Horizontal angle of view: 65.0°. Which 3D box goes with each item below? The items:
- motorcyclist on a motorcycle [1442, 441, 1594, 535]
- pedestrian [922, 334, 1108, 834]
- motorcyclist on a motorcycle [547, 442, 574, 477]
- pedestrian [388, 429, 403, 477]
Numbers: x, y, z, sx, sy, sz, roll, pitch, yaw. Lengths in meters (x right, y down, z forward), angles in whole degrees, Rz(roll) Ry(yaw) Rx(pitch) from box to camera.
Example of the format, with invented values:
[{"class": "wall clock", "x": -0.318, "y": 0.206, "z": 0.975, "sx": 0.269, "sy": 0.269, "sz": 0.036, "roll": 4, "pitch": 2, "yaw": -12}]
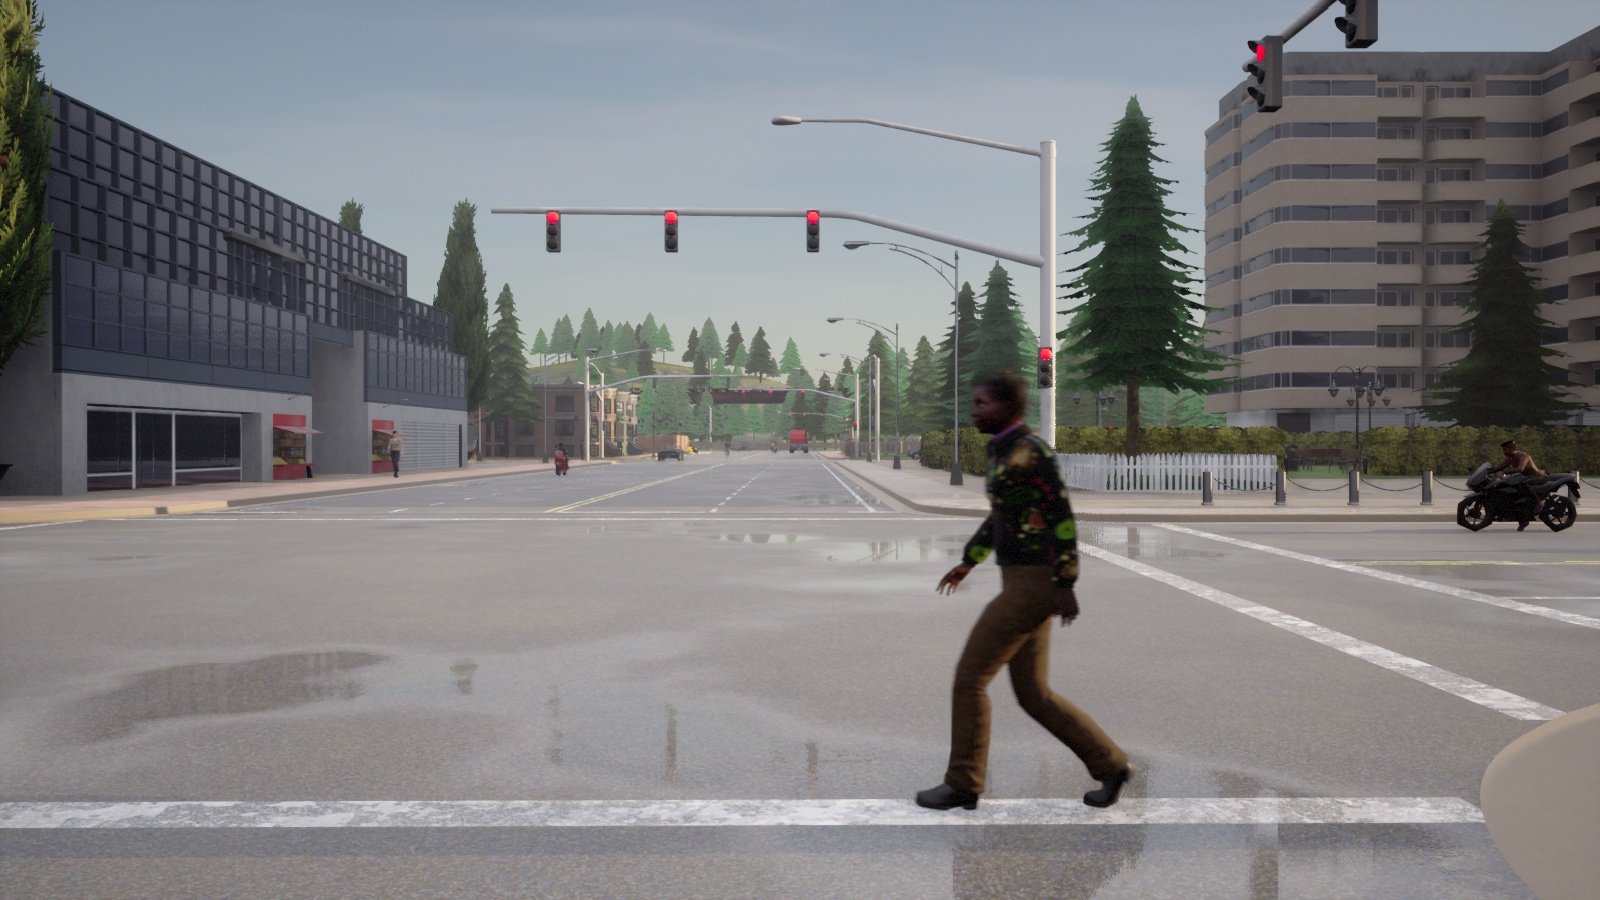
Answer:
[{"class": "motorcyclist on a motorcycle", "x": 11.870, "y": 0.621, "z": 20.800, "sx": 2.044, "sy": 1.523, "sz": 0.797, "roll": 0, "pitch": 0, "yaw": 0}, {"class": "pedestrian", "x": 0.851, "y": 0.518, "z": 5.062, "sx": 0.692, "sy": 1.930, "sz": 0.395, "roll": 0, "pitch": 0, "yaw": 2}, {"class": "motorcyclist on a motorcycle", "x": -10.668, "y": 0.404, "z": 56.039, "sx": 0.797, "sy": 1.523, "sz": 2.044, "roll": 0, "pitch": 0, "yaw": 0}, {"class": "pedestrian", "x": -15.571, "y": 0.120, "z": 48.307, "sx": 0.345, "sy": 1.836, "sz": 0.594, "roll": 0, "pitch": 0, "yaw": 4}]
